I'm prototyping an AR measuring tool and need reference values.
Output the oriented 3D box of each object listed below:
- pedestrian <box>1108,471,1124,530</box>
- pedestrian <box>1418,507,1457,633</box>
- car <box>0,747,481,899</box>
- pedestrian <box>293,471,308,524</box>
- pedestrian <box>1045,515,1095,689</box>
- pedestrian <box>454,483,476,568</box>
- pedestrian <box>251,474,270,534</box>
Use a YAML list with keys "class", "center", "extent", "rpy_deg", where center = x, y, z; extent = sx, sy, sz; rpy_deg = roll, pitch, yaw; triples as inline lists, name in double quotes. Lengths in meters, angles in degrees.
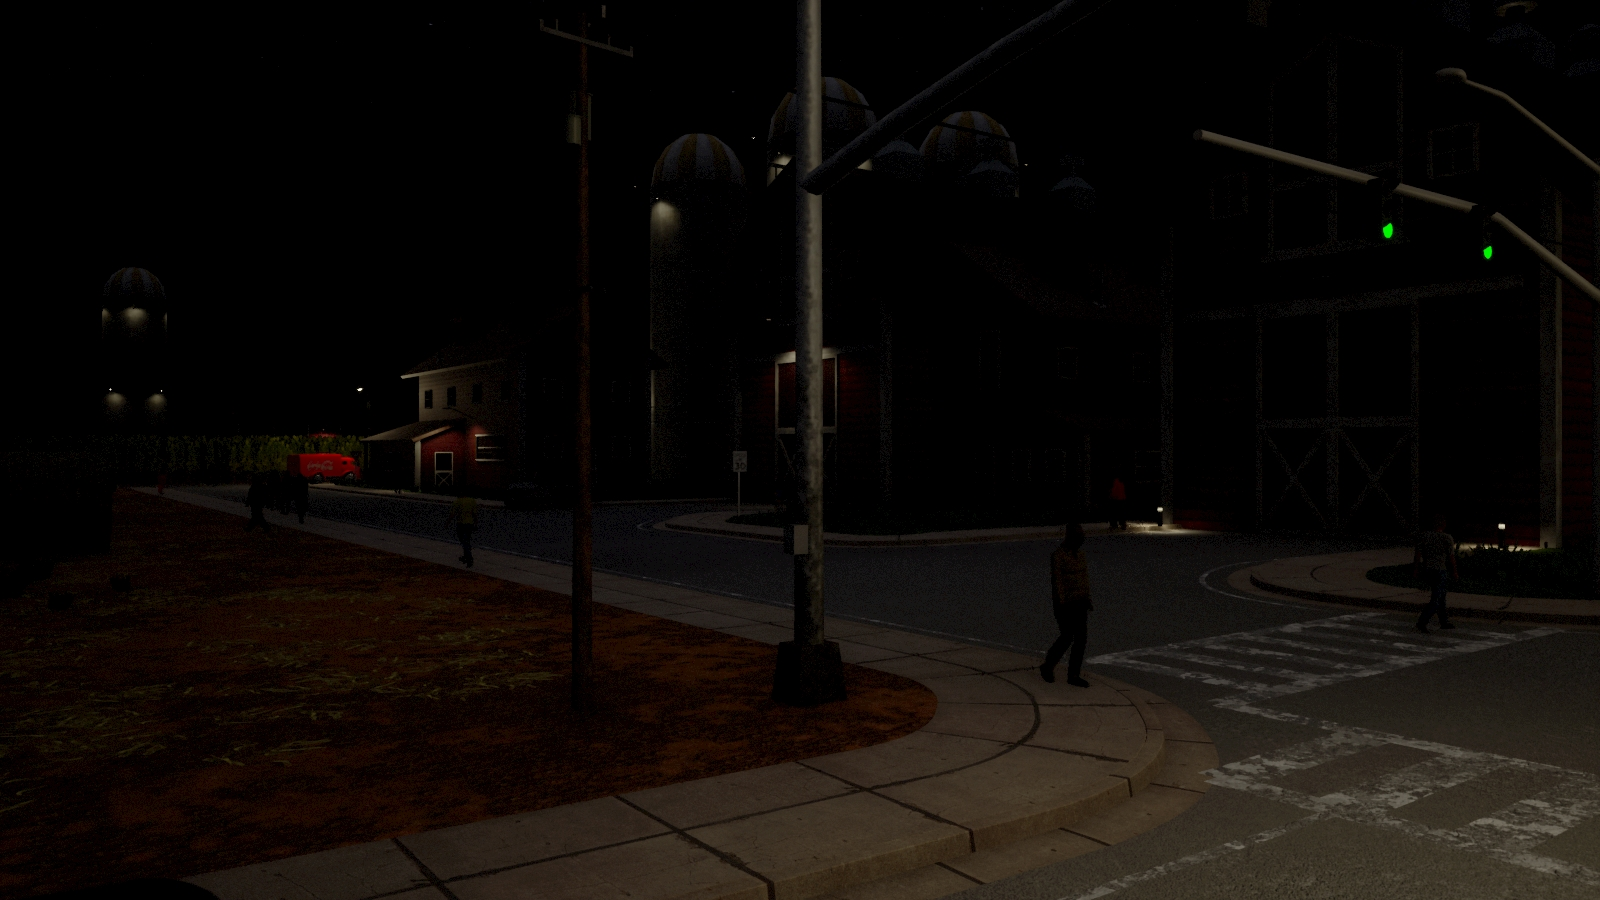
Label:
- class: "pedestrian"
  center: [9.972, 1.584, 36.067]
  extent: [0.375, 1.860, 0.375]
  rpy_deg: [0, 0, 43]
- class: "pedestrian"
  center: [9.702, 1.810, 17.392]
  extent: [0.375, 1.860, 0.375]
  rpy_deg: [0, 0, -24]
- class: "car"
  center: [-2.927, 1.906, 1.773]
  extent: [4.553, 1.767, 2.097]
  rpy_deg: [0, 0, -35]
- class: "pedestrian"
  center: [-17.547, 1.665, 40.128]
  extent: [0.375, 1.860, 0.375]
  rpy_deg: [0, 0, -40]
- class: "pedestrian"
  center: [2.985, 1.665, 12.643]
  extent: [0.375, 1.860, 0.375]
  rpy_deg: [0, 0, -32]
- class: "pedestrian"
  center: [-7.417, 1.665, 25.311]
  extent: [0.375, 1.860, 0.375]
  rpy_deg: [0, 0, -33]
- class: "pedestrian"
  center: [-16.698, 1.666, 35.349]
  extent: [0.375, 1.860, 0.375]
  rpy_deg: [0, 0, 18]
